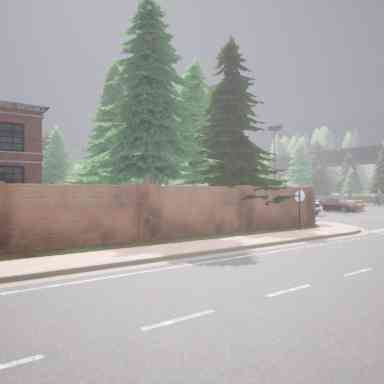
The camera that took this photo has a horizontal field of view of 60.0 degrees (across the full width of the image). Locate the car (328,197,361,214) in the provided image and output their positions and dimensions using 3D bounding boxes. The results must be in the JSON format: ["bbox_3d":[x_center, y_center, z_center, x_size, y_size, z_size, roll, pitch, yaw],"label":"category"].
[{"bbox_3d":[15.876,1.352,36.288,2.097,1.767,4.553,0,0,-35],"label":"car"}]

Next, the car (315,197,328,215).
[{"bbox_3d":[9.912,1.222,32.602,2.150,2.045,5.566,0,0,-35],"label":"car"}]

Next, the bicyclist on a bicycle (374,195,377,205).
[{"bbox_3d":[30.122,1.300,54.233,1.656,1.620,0.582,0,0,-35],"label":"bicyclist on a bicycle"}]
